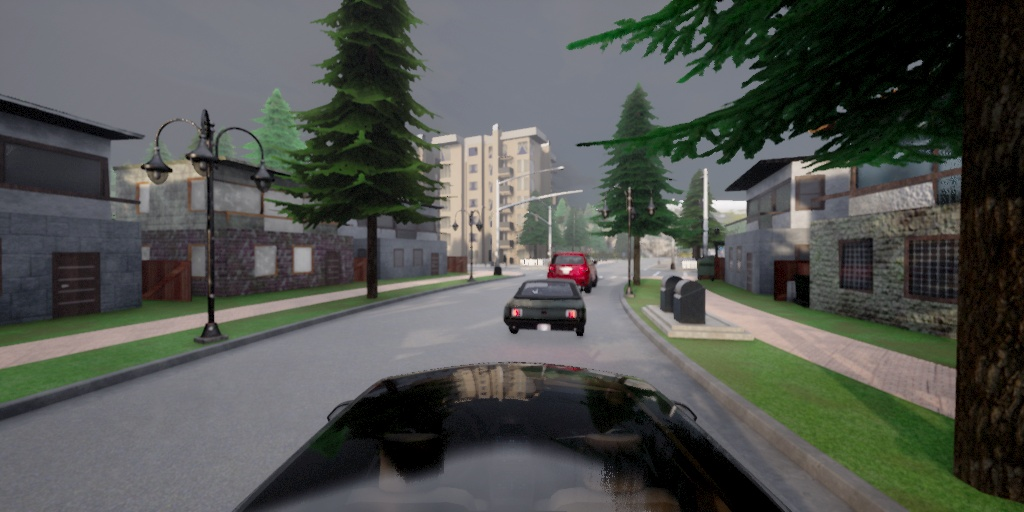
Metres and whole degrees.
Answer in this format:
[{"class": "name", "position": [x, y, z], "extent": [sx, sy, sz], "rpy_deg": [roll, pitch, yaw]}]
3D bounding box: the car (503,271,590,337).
[{"class": "car", "position": [1.080, 1.283, 10.157], "extent": [1.895, 1.301, 4.718], "rpy_deg": [0, 0, 9]}]

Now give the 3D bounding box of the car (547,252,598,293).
[{"class": "car", "position": [3.382, 0.827, 19.647], "extent": [2.150, 2.045, 5.566], "rpy_deg": [0, 0, 18]}]
